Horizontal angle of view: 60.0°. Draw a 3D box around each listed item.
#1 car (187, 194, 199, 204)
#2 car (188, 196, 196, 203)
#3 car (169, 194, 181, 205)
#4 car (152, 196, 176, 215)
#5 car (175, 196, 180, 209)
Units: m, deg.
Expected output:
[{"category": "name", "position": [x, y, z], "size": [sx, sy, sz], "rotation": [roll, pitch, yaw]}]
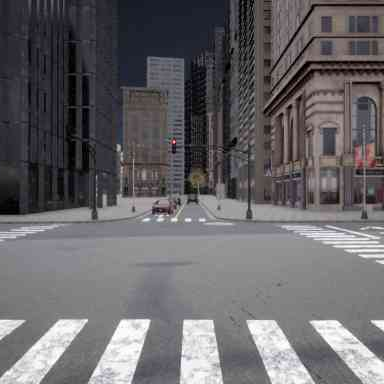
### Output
[{"category": "car", "position": [0.147, 1.343, 64.823], "size": [2.150, 2.045, 5.566], "rotation": [0, 0, 0]}, {"category": "car", "position": [0.053, 1.660, 75.254], "size": [1.837, 1.490, 4.892], "rotation": [0, 0, 0]}, {"category": "car", "position": [-3.035, 1.319, 57.834], "size": [2.150, 2.045, 5.566], "rotation": [0, 0, 0]}, {"category": "car", "position": [-3.027, 1.521, 35.000], "size": [1.882, 1.535, 5.008], "rotation": [0, 0, 1]}, {"category": "car", "position": [-3.040, 1.629, 44.889], "size": [1.994, 1.385, 4.181], "rotation": [0, 0, 0]}]
